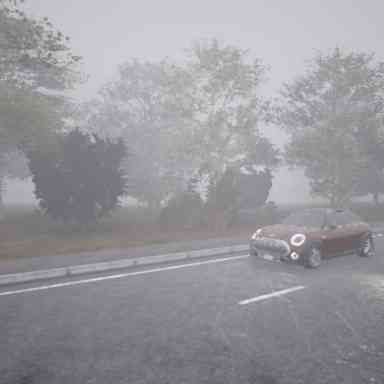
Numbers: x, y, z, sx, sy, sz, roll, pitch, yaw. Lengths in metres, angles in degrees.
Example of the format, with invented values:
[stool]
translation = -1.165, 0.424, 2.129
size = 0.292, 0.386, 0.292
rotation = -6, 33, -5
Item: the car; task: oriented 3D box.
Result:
[car]
translation = 4.089, 1.353, 11.210
size = 4.553, 1.767, 2.097
rotation = 0, 0, -36
